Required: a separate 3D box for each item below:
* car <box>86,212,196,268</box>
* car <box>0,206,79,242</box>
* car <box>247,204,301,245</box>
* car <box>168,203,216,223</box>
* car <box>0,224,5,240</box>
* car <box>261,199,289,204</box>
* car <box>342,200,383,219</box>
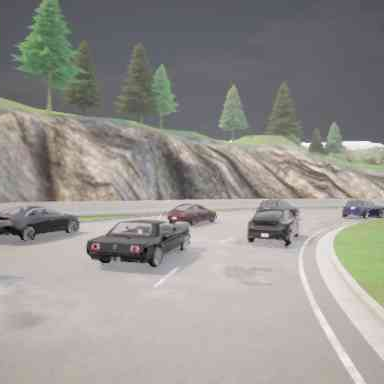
[{"bbox_3d":[-1.511,1.586,11.380,1.895,1.301,4.718,1,0,16],"label":"car"},{"bbox_3d":[-7.473,1.420,16.032,2.128,1.511,4.902,0,0,19],"label":"car"},{"bbox_3d":[3.976,1.540,15.927,1.837,1.490,4.892,0,0,24],"label":"car"},{"bbox_3d":[0.026,1.524,23.332,1.812,1.442,4.674,0,0,30],"label":"car"},{"bbox_3d":[-6.166,1.542,6.375,1.895,1.301,4.718,1,0,8],"label":"car"},{"bbox_3d":[7.017,1.415,27.159,2.097,1.767,4.553,1,0,38],"label":"car"},{"bbox_3d":[16.015,1.499,31.100,4.553,1.767,2.097,1,0,-40],"label":"car"}]
